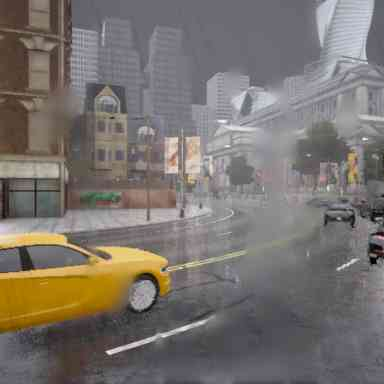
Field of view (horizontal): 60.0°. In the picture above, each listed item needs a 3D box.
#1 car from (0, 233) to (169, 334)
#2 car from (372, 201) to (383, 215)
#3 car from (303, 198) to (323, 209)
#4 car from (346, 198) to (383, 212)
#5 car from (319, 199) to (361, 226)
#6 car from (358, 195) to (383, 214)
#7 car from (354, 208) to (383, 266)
[{"bbox_3d":[-2.753,1.471,5.868,5.008,1.535,1.882,0,1,-36],"label":"car"},{"bbox_3d":[19.580,1.577,32.800,1.895,1.301,4.718,0,0,11],"label":"car"},{"bbox_3d":[16.753,1.517,44.470,2.033,1.411,5.357,0,0,-4],"label":"car"},{"bbox_3d":[19.943,1.497,38.519,2.002,1.452,4.674,0,0,1],"label":"car"},{"bbox_3d":[10.197,1.477,23.222,2.128,1.511,4.902,0,0,22],"label":"car"},{"bbox_3d":[14.747,1.209,26.076,2.150,2.045,5.566,0,0,16],"label":"car"},{"bbox_3d":[7.075,1.487,10.733,2.128,1.511,4.902,0,0,39],"label":"car"}]
